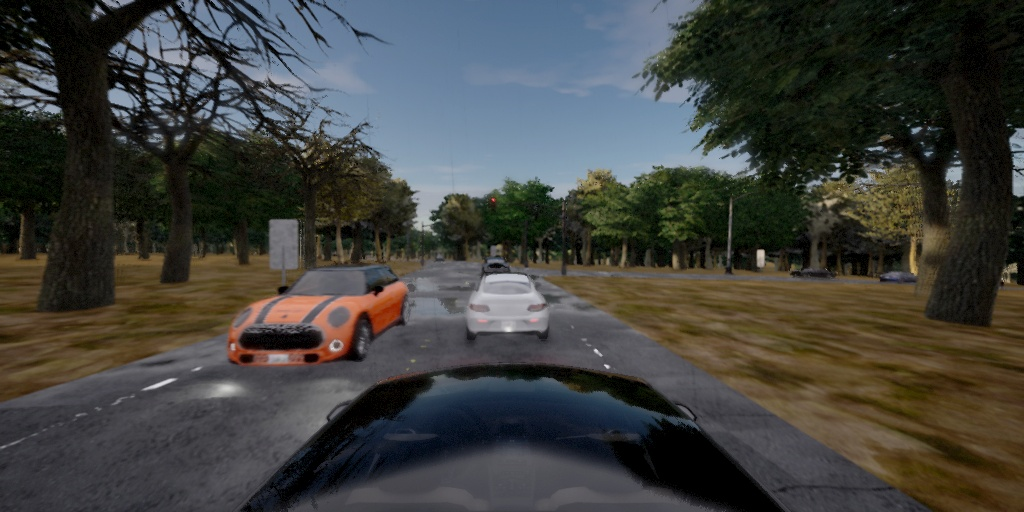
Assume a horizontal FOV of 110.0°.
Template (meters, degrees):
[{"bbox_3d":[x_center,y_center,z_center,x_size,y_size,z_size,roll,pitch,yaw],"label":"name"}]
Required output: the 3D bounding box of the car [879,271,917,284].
[{"bbox_3d":[44.858,2.491,41.164,4.181,1.385,1.994,3,0,-6],"label":"car"}]

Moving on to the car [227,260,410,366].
[{"bbox_3d":[-3.773,0.990,7.907,2.097,1.767,4.553,0,1,-2],"label":"car"}]

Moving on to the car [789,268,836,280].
[{"bbox_3d":[36.696,2.155,43.839,4.718,1.301,1.895,2,0,-6],"label":"car"}]

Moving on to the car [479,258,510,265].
[{"bbox_3d":[-1.168,0.837,24.391,1.837,1.490,4.892,0,1,-5],"label":"car"}]

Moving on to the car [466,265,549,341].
[{"bbox_3d":[-0.155,1.134,9.324,1.812,1.442,4.674,0,1,-2],"label":"car"}]
